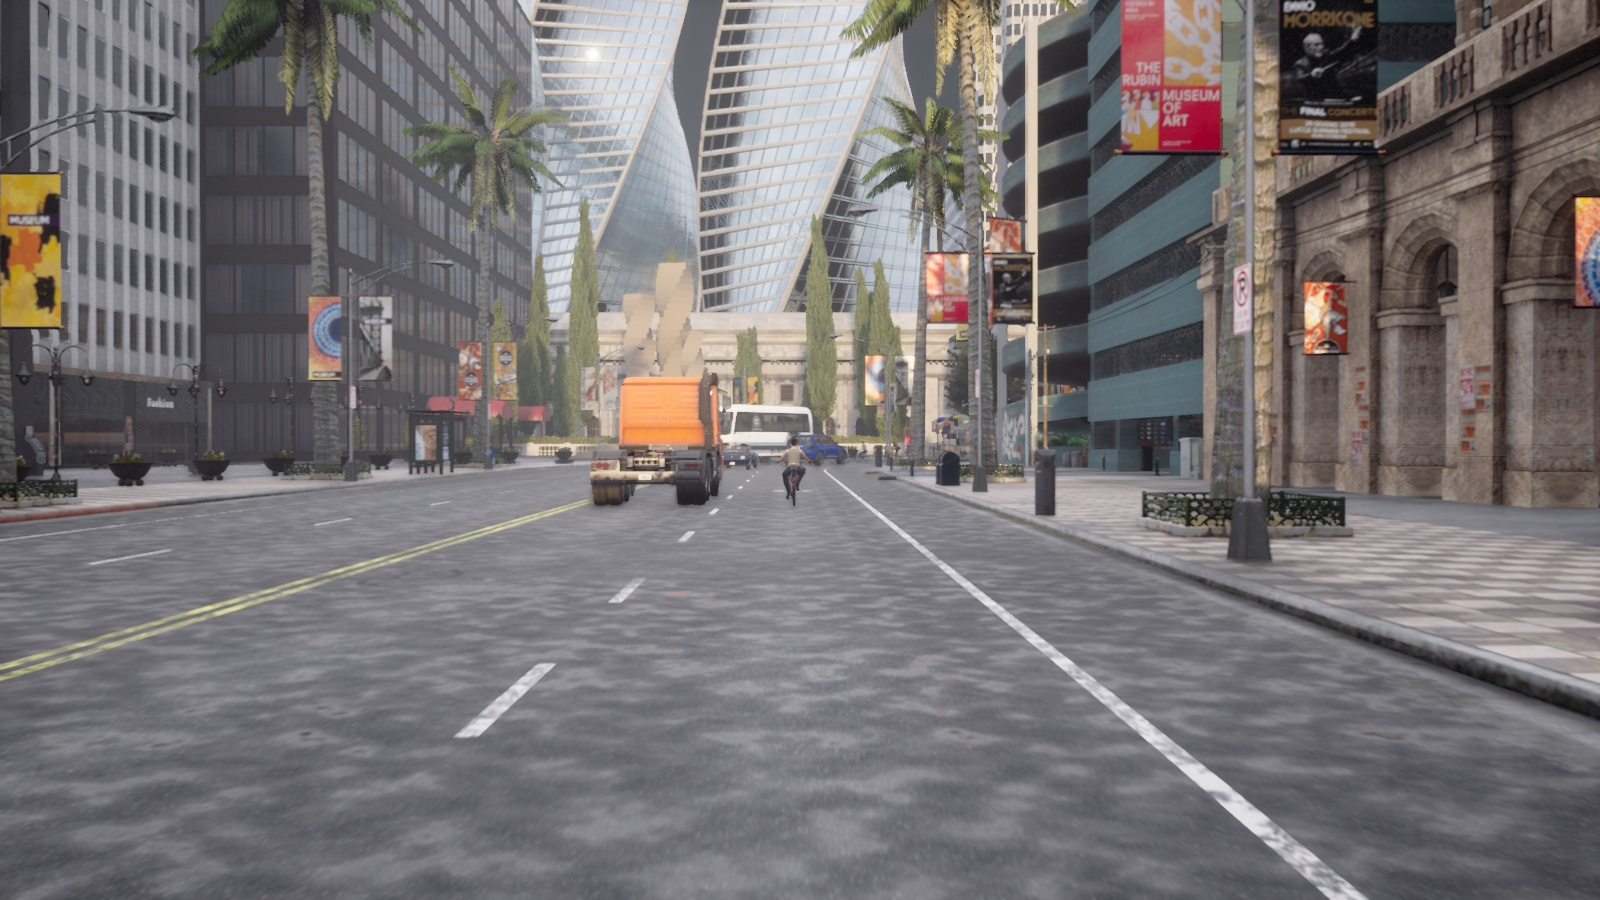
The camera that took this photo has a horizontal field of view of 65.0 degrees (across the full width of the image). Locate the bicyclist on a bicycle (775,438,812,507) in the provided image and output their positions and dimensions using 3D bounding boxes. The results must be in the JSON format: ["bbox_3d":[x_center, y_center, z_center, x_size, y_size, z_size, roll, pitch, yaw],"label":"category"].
[{"bbox_3d":[-0.152,0.513,30.118,0.866,1.612,1.509,0,0,0],"label":"bicyclist on a bicycle"}]

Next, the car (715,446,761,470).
[{"bbox_3d":[-3.516,0.439,71.918,1.895,1.301,4.718,0,0,6],"label":"car"}]

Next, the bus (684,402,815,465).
[{"bbox_3d":[-3.533,-1.147,91.229,3.944,4.253,10.273,0,0,37],"label":"bus"}]

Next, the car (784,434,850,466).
[{"bbox_3d":[1.205,-0.016,85.538,2.150,2.045,5.566,0,0,28],"label":"car"}]

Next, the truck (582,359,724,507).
[{"bbox_3d":[-3.674,-0.426,33.336,2.891,3.462,7.936,0,0,0],"label":"truck"}]
